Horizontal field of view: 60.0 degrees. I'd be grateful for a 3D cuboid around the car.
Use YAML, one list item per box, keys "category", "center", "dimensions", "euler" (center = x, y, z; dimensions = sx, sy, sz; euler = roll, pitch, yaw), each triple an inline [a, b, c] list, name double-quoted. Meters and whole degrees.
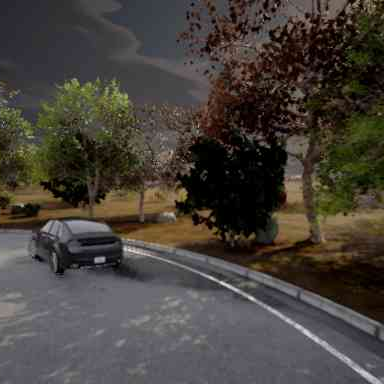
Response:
- category: "car"
  center: [-3.896, 1.564, 10.859]
  dimensions: [1.837, 1.490, 4.892]
  euler: [1, 0, -36]
